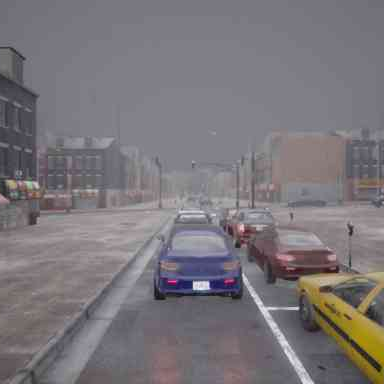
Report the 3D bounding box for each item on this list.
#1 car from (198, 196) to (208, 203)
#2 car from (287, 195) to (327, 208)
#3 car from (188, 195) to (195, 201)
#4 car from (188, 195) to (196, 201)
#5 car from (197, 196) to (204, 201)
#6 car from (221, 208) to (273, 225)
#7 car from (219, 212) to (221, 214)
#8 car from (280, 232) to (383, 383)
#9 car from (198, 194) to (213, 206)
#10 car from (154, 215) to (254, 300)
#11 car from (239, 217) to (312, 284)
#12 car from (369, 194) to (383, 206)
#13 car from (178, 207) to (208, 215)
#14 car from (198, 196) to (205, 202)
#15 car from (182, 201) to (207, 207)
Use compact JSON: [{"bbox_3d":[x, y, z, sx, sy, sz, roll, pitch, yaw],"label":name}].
[{"bbox_3d":[2.473,1.645,73.772,1.967,1.590,4.097,-1,0,0],"label":"car"},{"bbox_3d":[14.057,1.143,40.755,4.674,1.442,1.812,-1,0,1],"label":"car"},{"bbox_3d":[-0.198,1.671,93.036,1.812,1.442,4.674,0,0,0],"label":"car"},{"bbox_3d":[-0.175,1.744,82.615,1.837,1.490,4.892,0,0,0],"label":"car"},{"bbox_3d":[2.426,1.856,95.551,1.752,1.417,4.829,-1,0,0],"label":"car"},{"bbox_3d":[2.603,1.446,14.756,1.967,1.590,4.097,0,0,0],"label":"car"},{"bbox_3d":[2.592,1.594,20.222,1.802,1.307,4.206,0,0,0],"label":"car"},{"bbox_3d":[2.627,1.525,3.992,1.752,1.417,4.829,0,0,0],"label":"car"},{"bbox_3d":[2.508,1.567,57.565,1.967,1.590,4.097,-1,0,0],"label":"car"},{"bbox_3d":[0.085,1.527,8.308,1.812,1.442,4.674,0,0,-2],"label":"car"},{"bbox_3d":[2.616,1.584,9.289,1.802,1.307,4.206,0,0,0],"label":"car"},{"bbox_3d":[24.405,0.855,40.799,4.892,1.490,1.837,-1,0,0],"label":"car"},{"bbox_3d":[0.053,1.607,15.718,1.895,1.301,4.718,0,0,0],"label":"car"},{"bbox_3d":[2.438,1.822,90.148,1.752,1.417,4.829,-1,0,0],"label":"car"},{"bbox_3d":[-0.028,1.622,25.809,1.895,1.301,4.718,0,0,0],"label":"car"}]
